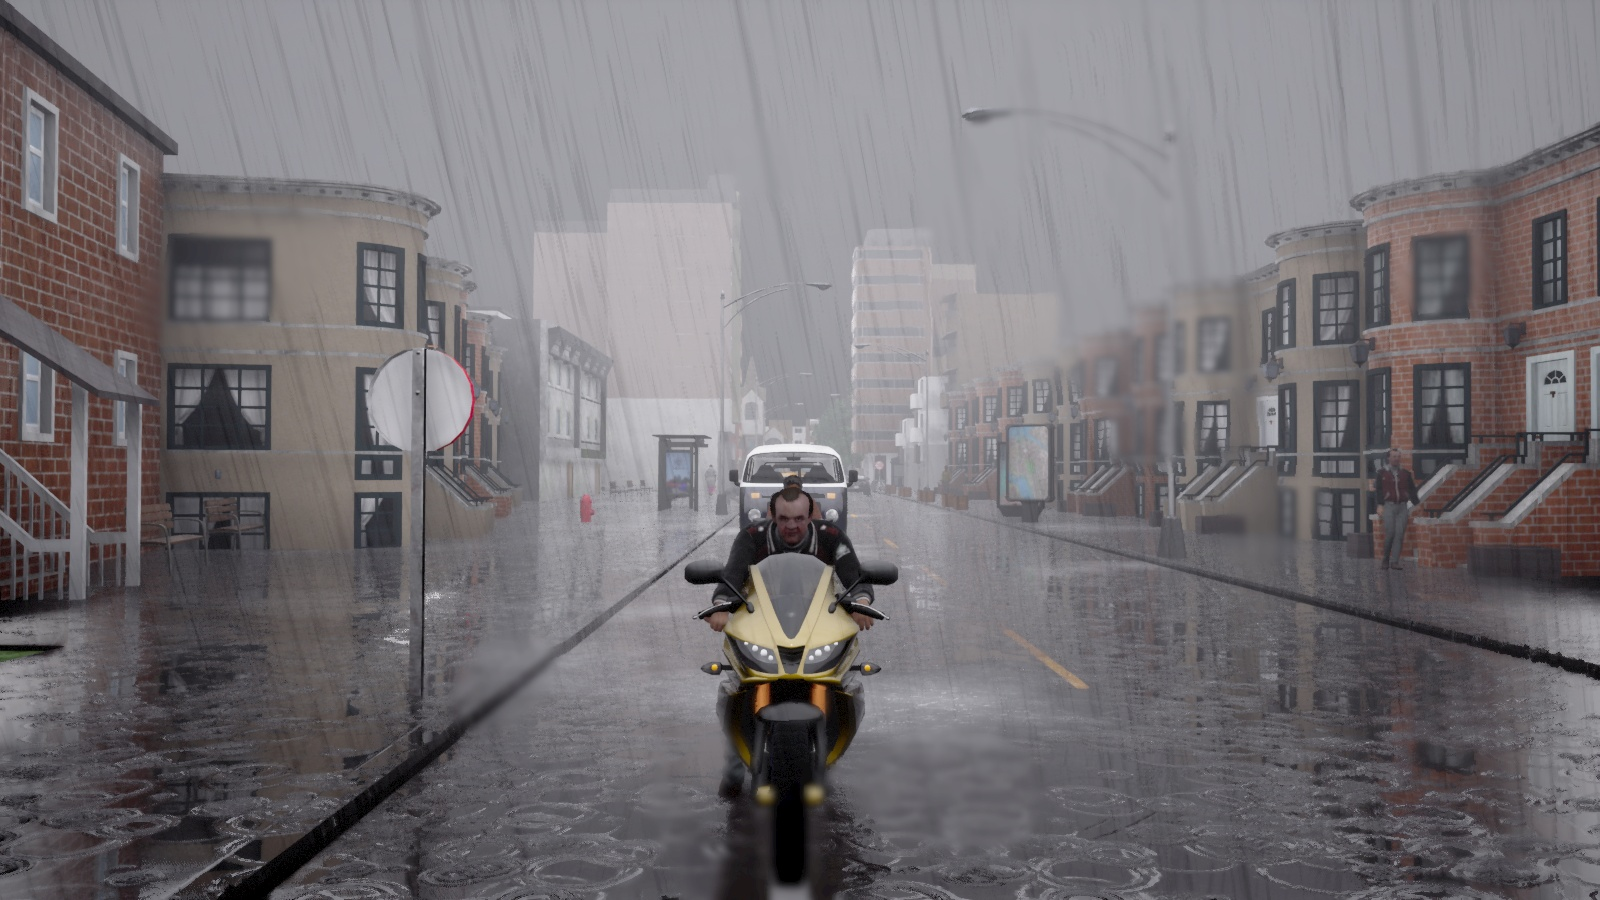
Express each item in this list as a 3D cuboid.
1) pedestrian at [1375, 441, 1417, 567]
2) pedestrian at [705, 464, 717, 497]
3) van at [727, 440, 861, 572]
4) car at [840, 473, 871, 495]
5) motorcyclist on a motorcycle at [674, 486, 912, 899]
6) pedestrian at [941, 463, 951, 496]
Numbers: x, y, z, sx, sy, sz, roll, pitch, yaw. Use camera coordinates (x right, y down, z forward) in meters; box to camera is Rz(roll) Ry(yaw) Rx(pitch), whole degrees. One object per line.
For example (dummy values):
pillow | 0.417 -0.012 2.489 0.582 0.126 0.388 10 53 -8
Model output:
pedestrian | 8.956 0.805 18.889 0.376 1.854 0.720 0 -1 10
pedestrian | -5.225 1.782 73.842 0.659 1.952 0.873 0 -1 -2
van | -0.106 0.902 21.712 2.069 2.038 4.480 0 -1 0
car | 3.601 2.208 82.539 1.812 1.442 4.674 0 -1 0
motorcyclist on a motorcycle | -0.032 0.945 5.682 0.866 1.530 2.191 0 -1 0
pedestrian | 8.253 1.678 70.876 0.431 1.840 0.709 -1 -1 16
